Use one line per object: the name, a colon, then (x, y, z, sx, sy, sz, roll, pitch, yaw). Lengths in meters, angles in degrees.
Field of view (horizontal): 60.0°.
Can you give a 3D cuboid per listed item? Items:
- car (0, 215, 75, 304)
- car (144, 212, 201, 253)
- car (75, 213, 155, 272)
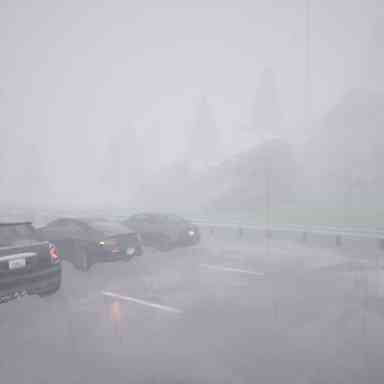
car: (-4.920, 1.294, 7.151, 4.553, 1.767, 2.097, 0, 0, 33)
car: (-1.711, 1.485, 13.410, 4.181, 1.385, 1.994, 0, 0, 33)
car: (-3.639, 1.454, 10.502, 4.674, 1.442, 1.812, 0, 0, 33)
